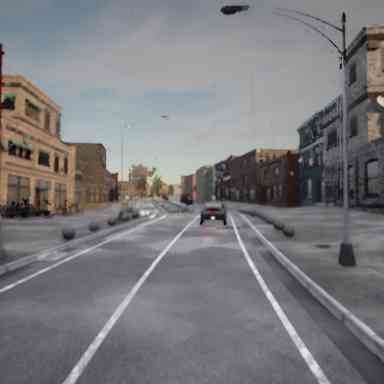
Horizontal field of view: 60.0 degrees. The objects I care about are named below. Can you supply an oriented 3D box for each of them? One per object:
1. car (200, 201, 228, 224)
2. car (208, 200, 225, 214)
[{"bbox_3d":[1.617,1.488,24.678,1.837,1.490,4.892,0,0,5],"label":"car"},{"bbox_3d":[3.097,1.932,42.179,2.033,1.649,4.856,0,-3,4],"label":"car"}]
